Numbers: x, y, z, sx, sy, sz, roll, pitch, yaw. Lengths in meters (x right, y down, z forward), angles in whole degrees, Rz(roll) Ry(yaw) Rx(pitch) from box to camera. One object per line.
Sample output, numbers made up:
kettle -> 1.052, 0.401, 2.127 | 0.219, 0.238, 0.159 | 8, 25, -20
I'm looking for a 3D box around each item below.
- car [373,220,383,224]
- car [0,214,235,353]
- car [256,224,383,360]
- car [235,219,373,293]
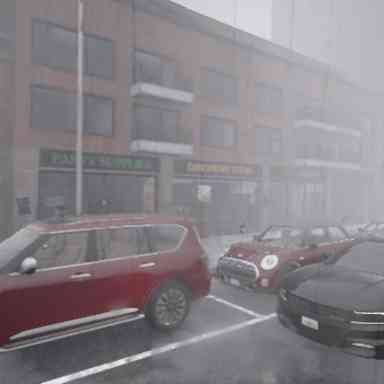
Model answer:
car -> 7.142, 1.670, 11.859 | 4.507, 1.381, 1.887 | 1, 0, -35
car -> -1.968, 1.329, 5.362 | 5.009, 1.841, 2.192 | 1, 0, -35
car -> 3.650, 1.541, 5.981 | 5.008, 1.535, 1.882 | 1, 0, -35
car -> 2.587, 1.510, 8.611 | 4.097, 1.590, 1.967 | 1, 0, -35
